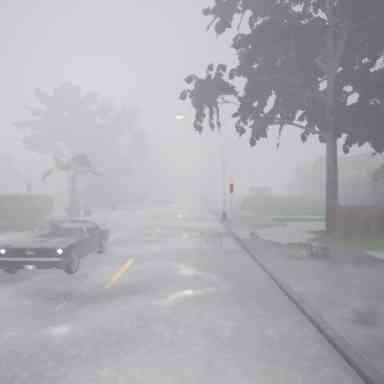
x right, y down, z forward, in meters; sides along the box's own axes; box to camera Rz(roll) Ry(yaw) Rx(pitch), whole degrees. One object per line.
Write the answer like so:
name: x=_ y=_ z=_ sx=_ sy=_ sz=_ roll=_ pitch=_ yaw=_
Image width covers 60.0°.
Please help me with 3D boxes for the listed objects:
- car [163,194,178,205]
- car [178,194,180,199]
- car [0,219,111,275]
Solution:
car: x=-3.984 y=1.484 z=58.410 sx=2.033 sy=1.411 sz=5.357 roll=0 pitch=0 yaw=0
car: x=-3.977 y=1.197 z=84.264 sx=1.882 sy=1.535 sz=5.008 roll=0 pitch=0 yaw=0
car: x=-4.080 y=1.589 z=10.611 sx=1.895 sy=1.301 sz=4.718 roll=0 pitch=0 yaw=0
